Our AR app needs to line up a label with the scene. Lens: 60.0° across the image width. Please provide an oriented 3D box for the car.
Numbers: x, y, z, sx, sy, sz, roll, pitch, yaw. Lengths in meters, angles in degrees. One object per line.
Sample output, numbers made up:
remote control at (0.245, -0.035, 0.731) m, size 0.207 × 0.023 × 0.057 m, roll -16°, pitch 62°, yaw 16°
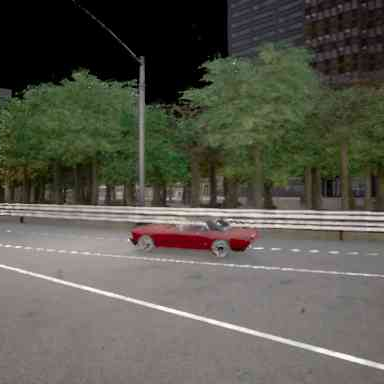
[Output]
car at (0.026, 1.625, 12.630) m, size 4.718 × 1.301 × 1.895 m, roll 0°, pitch 0°, yaw 21°
